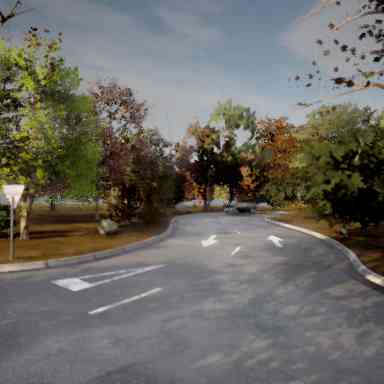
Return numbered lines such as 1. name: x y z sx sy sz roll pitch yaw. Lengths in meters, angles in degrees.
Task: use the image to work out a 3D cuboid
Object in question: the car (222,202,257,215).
1. car: 5.885 1.995 40.924 4.902 1.511 2.128 1 -1 -37
